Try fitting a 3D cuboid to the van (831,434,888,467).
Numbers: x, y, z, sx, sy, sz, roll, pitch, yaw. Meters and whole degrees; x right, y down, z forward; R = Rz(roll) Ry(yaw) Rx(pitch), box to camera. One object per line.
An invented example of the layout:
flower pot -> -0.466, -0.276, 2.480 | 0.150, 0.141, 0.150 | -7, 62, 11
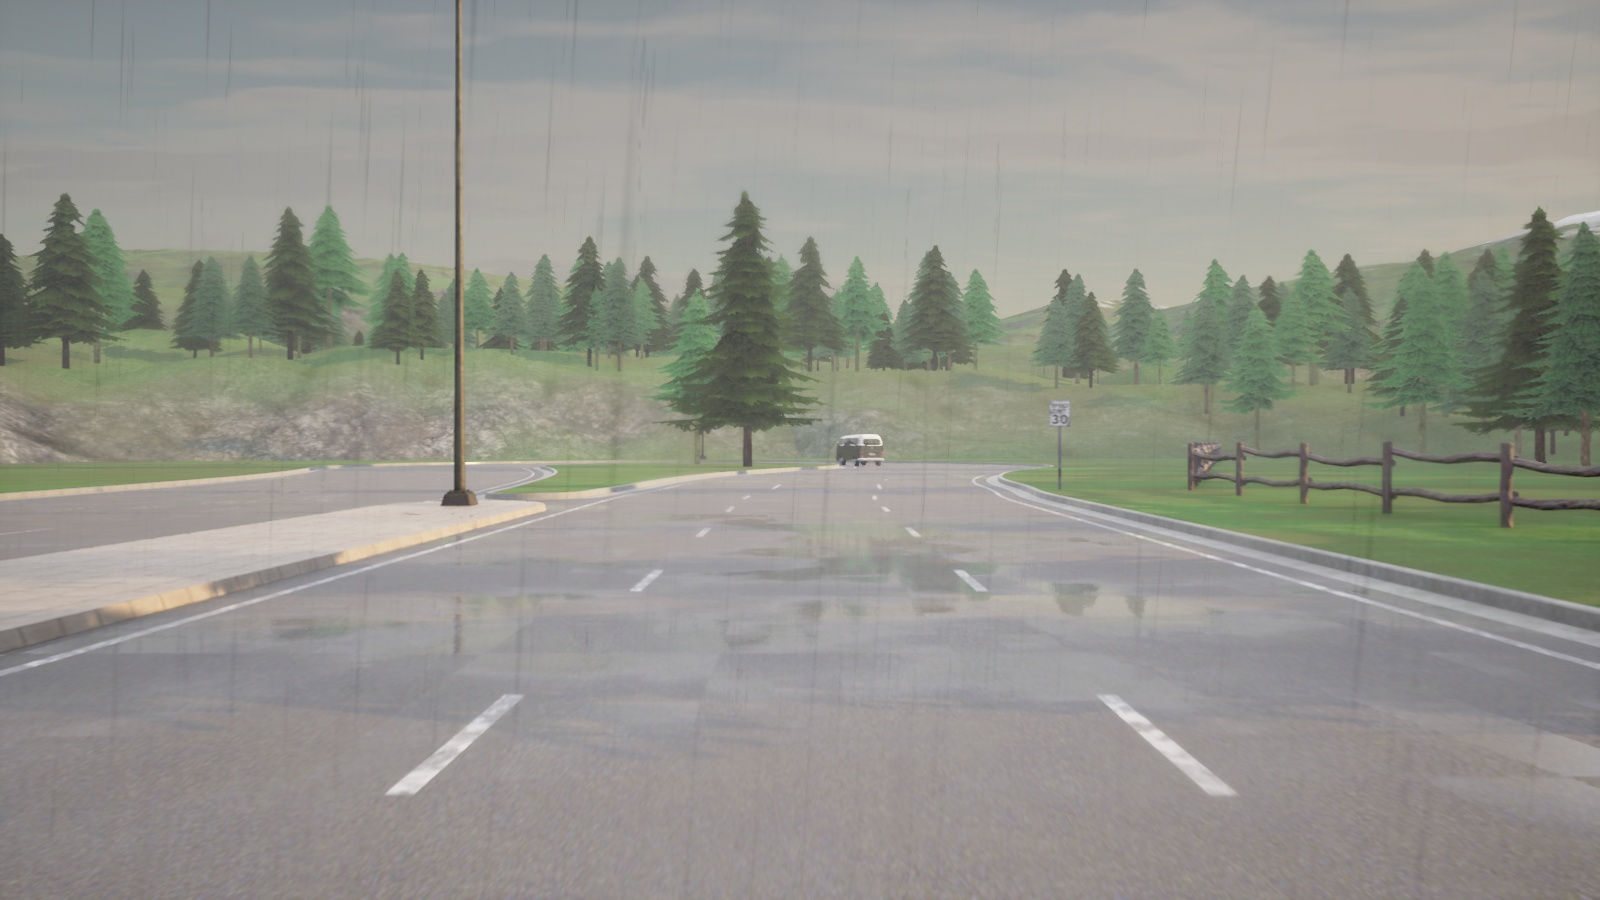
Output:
van -> 3.797, 0.015, 81.125 | 2.069, 2.038, 4.480 | 1, 0, -20
